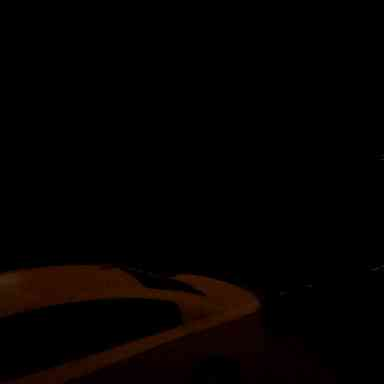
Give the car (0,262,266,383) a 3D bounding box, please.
[{"bbox_3d":[-1.543,1.479,2.877,5.008,1.535,1.882,0,0,-35],"label":"car"}]
